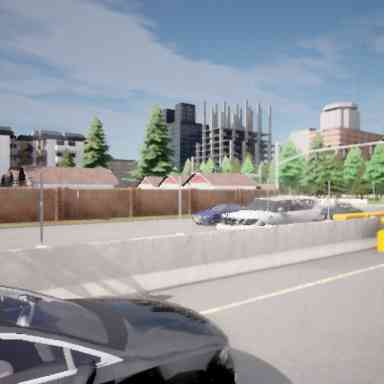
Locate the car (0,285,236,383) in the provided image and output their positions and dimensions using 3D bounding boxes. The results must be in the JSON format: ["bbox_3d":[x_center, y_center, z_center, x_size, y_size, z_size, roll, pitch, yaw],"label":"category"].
[{"bbox_3d":[-1.811,1.492,2.452,4.902,1.511,2.128,0,0,-36],"label":"car"}]

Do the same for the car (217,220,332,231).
[{"bbox_3d":[3.724,1.211,15.228,5.566,2.045,2.150,0,0,-35],"label":"car"}]
